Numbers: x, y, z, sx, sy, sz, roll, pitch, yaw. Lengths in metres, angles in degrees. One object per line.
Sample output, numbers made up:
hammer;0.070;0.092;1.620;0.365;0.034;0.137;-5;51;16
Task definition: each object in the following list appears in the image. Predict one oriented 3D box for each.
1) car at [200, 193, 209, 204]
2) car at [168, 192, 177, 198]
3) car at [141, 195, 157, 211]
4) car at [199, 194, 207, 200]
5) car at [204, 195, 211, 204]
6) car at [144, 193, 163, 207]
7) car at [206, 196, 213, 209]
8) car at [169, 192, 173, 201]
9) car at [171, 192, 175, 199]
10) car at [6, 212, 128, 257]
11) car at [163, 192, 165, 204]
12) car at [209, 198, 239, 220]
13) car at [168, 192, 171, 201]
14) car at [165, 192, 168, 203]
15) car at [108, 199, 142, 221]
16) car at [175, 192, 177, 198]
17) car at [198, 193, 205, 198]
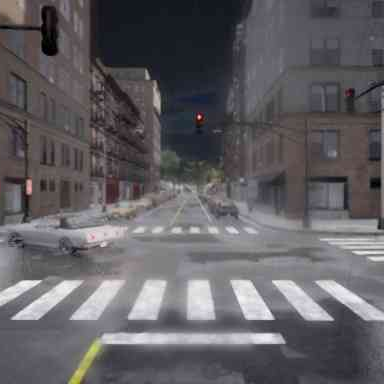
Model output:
car;2.686;1.250;53.576;2.008;1.369;4.403;0;0;0
car;-5.309;0.804;91.956;2.192;1.841;5.009;0;0;0
car;-5.378;1.317;36.967;1.752;1.417;4.829;0;0;0
car;2.710;1.093;80.986;1.887;1.381;4.507;0;0;0
car;2.671;1.341;37.130;2.008;1.369;4.403;0;0;0
car;-5.371;1.075;42.618;2.192;1.841;5.009;0;0;0
car;2.666;1.365;31.648;1.887;1.381;4.507;0;0;0
car;-5.344;1.205;64.548;1.947;1.339;4.313;0;0;0
car;-5.337;0.924;70.028;2.192;1.841;5.009;0;0;0
car;-4.972;1.543;12.708;4.718;1.301;1.895;0;0;31
car;-5.364;1.170;48.101;1.967;1.590;4.097;0;0;0
car;2.661;1.402;26.167;2.008;1.369;4.403;0;0;0
car;-5.351;1.220;59.065;2.008;1.369;4.403;0;0;0
car;-5.358;1.140;53.583;1.967;1.590;4.097;0;0;0
car;-5.392;1.378;26.004;1.752;1.417;4.829;0;0;0
car;-5.323;1.131;80.993;1.802;1.307;4.206;0;0;0
car;2.720;1.071;91.949;1.802;1.307;4.206;0;0;0
